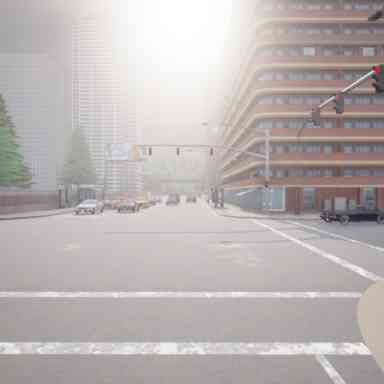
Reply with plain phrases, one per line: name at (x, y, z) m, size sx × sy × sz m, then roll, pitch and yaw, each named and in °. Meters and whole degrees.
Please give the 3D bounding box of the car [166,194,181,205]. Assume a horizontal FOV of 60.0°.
car at (-3.497, 1.546, 58.154) m, size 2.033 × 1.411 × 5.357 m, roll 0°, pitch 0°, yaw 0°

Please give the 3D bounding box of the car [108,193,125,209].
car at (-10.672, 1.351, 43.839) m, size 2.097 × 1.767 × 4.553 m, roll 0°, pitch 0°, yaw 0°

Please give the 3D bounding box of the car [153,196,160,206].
car at (-7.179, 1.491, 56.548) m, size 2.128 × 1.511 × 4.902 m, roll 0°, pitch 0°, yaw 0°

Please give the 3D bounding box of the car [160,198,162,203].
car at (-7.138, 1.525, 66.773) m, size 1.812 × 1.442 × 4.674 m, roll 0°, pitch 0°, yaw 0°

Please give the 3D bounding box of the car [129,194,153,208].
car at (-7.177, 1.477, 47.069) m, size 1.882 × 1.535 × 5.008 m, roll 0°, pitch 0°, yaw 0°

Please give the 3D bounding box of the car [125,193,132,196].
car at (-10.683, 1.221, 53.568) m, size 2.150 × 2.045 × 5.566 m, roll 0°, pitch 0°, yaw 0°

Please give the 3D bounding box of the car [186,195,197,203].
car at (-0.118, 1.349, 69.644) m, size 2.097 × 1.767 × 4.553 m, roll 0°, pitch 0°, yaw 0°

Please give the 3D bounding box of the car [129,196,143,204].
car at (-10.651, 1.504, 63.985) m, size 1.837 × 1.490 × 4.892 m, roll 0°, pitch 0°, yaw 0°

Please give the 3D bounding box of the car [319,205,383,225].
car at (11.384, 1.545, 23.162) m, size 4.718 × 1.301 × 1.895 m, roll 0°, pitch 0°, yaw -13°

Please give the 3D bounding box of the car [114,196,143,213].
car at (-7.148, 1.525, 37.730) m, size 1.812 × 1.442 × 4.674 m, roll 0°, pitch 0°, yaw 0°

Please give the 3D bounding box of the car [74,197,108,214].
car at (-10.658, 1.525, 34.893) m, size 1.812 × 1.442 × 4.674 m, roll 0°, pitch 0°, yaw 2°
